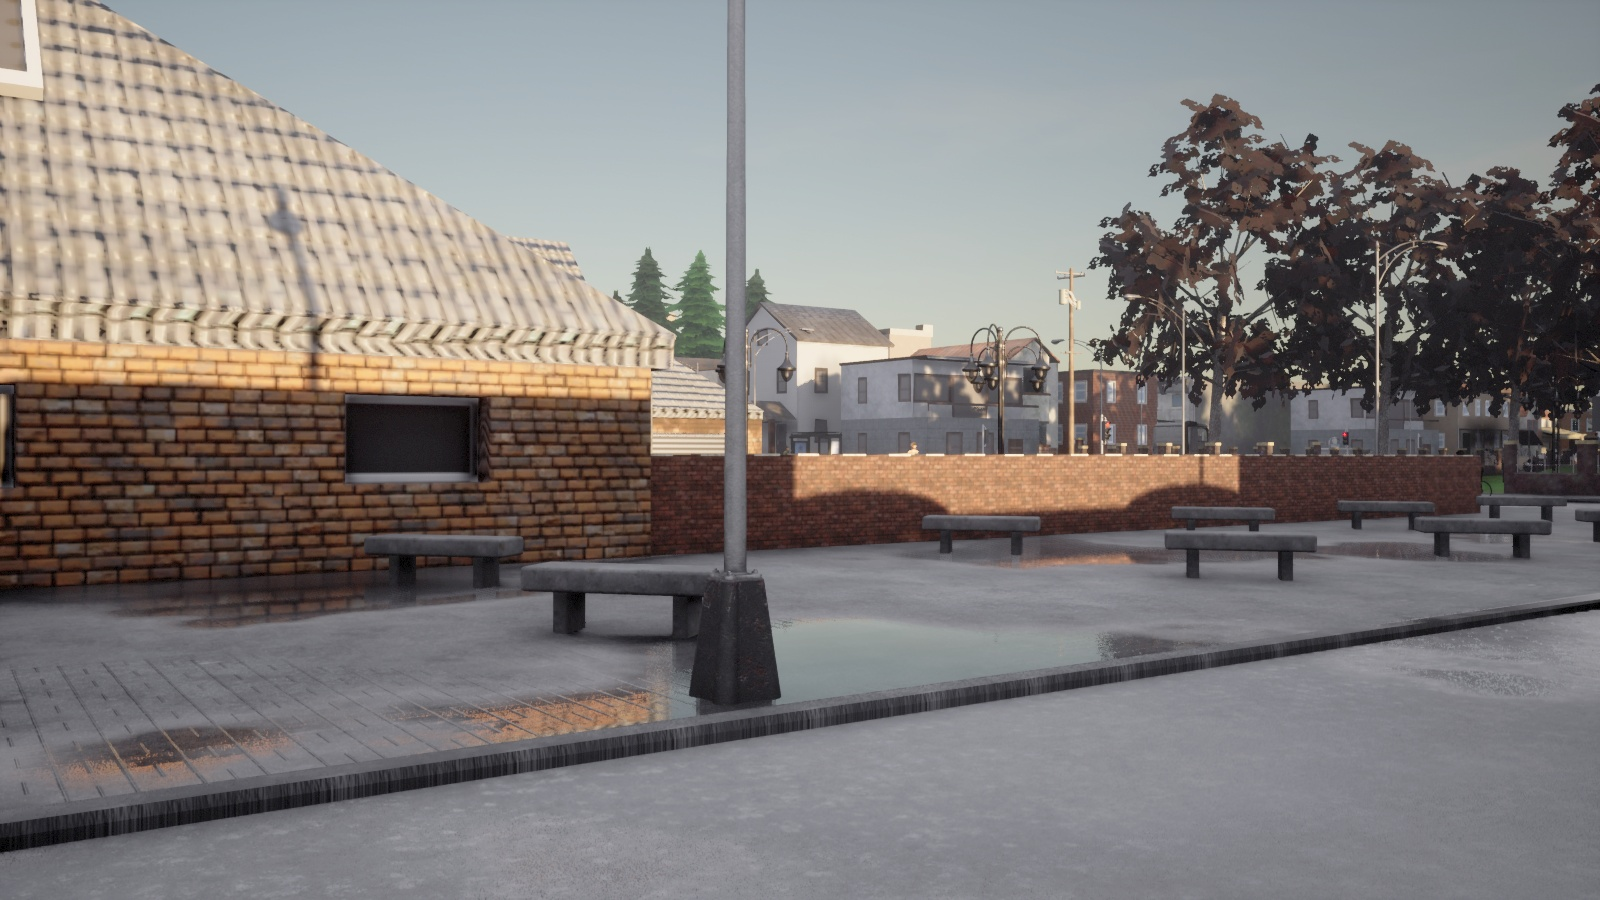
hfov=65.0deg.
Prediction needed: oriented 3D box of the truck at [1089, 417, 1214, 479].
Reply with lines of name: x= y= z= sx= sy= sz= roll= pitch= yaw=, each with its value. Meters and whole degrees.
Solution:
truck: x=20.808 y=-0.100 z=74.047 sx=7.936 sy=3.462 sz=2.891 roll=0 pitch=0 yaw=-37
